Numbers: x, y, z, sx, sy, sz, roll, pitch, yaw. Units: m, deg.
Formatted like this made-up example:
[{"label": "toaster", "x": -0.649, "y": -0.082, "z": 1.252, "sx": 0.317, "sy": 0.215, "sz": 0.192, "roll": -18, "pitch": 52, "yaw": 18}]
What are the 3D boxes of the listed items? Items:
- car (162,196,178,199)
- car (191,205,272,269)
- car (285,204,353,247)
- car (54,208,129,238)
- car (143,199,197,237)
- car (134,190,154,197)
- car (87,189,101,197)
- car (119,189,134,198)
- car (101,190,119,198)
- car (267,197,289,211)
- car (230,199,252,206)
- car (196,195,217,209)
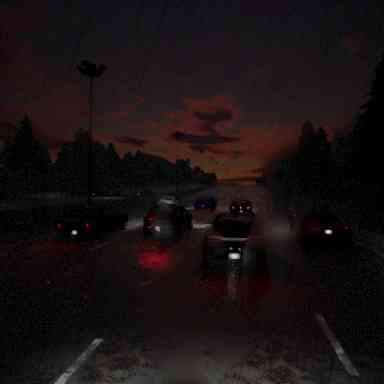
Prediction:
[{"label": "car", "x": -2.167, "y": 1.122, "z": 33.279, "sx": 1.812, "sy": 1.442, "sz": 4.674, "roll": 0, "pitch": 1, "yaw": 9}, {"label": "car", "x": 1.464, "y": 1.435, "z": 11.078, "sx": 2.128, "sy": 1.511, "sz": 4.902, "roll": 0, "pitch": 1, "yaw": 8}, {"label": "car", "x": 5.583, "y": 1.488, "z": 14.845, "sx": 1.994, "sy": 1.385, "sz": 4.181, "roll": 0, "pitch": 1, "yaw": 9}, {"label": "car", "x": -4.774, "y": 1.449, "z": 16.647, "sx": 1.895, "sy": 1.301, "sz": 4.718, "roll": 0, "pitch": 1, "yaw": 9}, {"label": "car", "x": -1.130, "y": 1.365, "z": 17.229, "sx": 1.837, "sy": 1.490, "sz": 4.892, "roll": 0, "pitch": 1, "yaw": 9}, {"label": "car", "x": -8.451, "y": 0.347, "z": 61.495, "sx": 2.128, "sy": 1.511, "sz": 4.902, "roll": 0, "pitch": 2, "yaw": 10}, {"label": "car", "x": -18.560, "y": 0.231, "z": 64.620, "sx": 1.837, "sy": 1.490, "sz": 4.892, "roll": 0, "pitch": 2, "yaw": 9}, {"label": "car", "x": -11.682, "y": 0.264, "z": 63.383, "sx": 1.882, "sy": 1.535, "sz": 5.008, "roll": 0, "pitch": 2, "yaw": 9}, {"label": "car", "x": -15.133, "y": 0.288, "z": 63.933, "sx": 1.812, "sy": 1.442, "sz": 4.674, "roll": 0, "pitch": 2, "yaw": 9}, {"label": "car", "x": 8.282, "y": 1.186, "z": 32.129, "sx": 1.812, "sy": 1.442, "sz": 4.674, "roll": 0, "pitch": 1, "yaw": 9}, {"label": "car", "x": 4.366, "y": 1.292, "z": 29.698, "sx": 1.895, "sy": 1.301, "sz": 4.718, "roll": 0, "pitch": 1, "yaw": 9}, {"label": "car", "x": 1.419, "y": 1.084, "z": 33.460, "sx": 1.882, "sy": 1.535, "sz": 5.008, "roll": 0, "pitch": 1, "yaw": 9}]
